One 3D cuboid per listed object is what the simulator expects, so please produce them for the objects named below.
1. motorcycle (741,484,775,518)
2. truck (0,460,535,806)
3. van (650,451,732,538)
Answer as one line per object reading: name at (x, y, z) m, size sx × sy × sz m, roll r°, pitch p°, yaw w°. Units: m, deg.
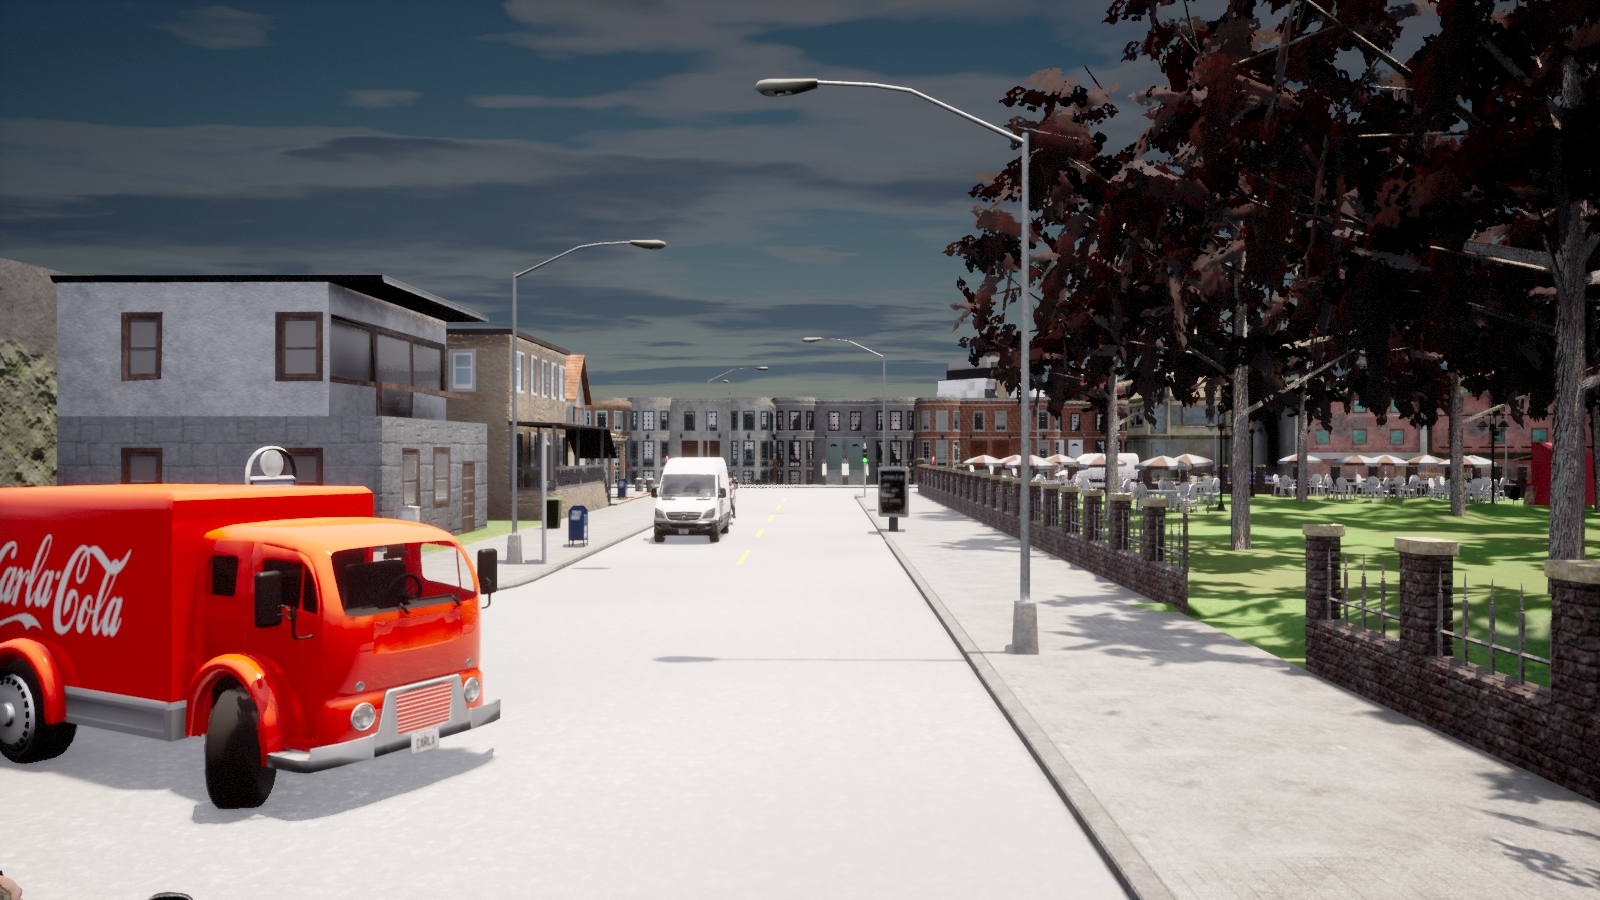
motorcycle at (-1.677, 1.985, 45.065) m, size 0.867 × 1.251 × 2.209 m, roll 0°, pitch 0°, yaw -15°
truck at (-5.370, 1.348, 10.688) m, size 5.204 × 2.467 × 2.627 m, roll 0°, pitch 0°, yaw 29°
van at (-3.393, 1.314, 36.728) m, size 1.988 × 2.561 × 5.915 m, roll 0°, pitch 0°, yaw 1°
